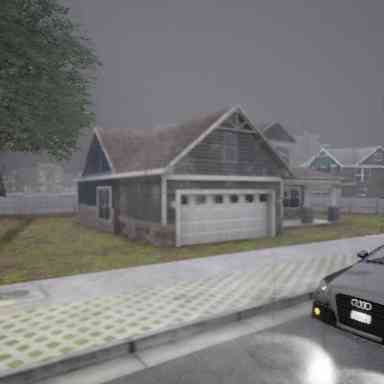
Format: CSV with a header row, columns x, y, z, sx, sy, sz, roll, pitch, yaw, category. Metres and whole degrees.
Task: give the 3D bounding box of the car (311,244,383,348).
x,y,z,sx,sy,sz,roll,pitch,yaw,category
4.007,1.561,5.743,4.181,1.385,1.994,0,0,-34,car
